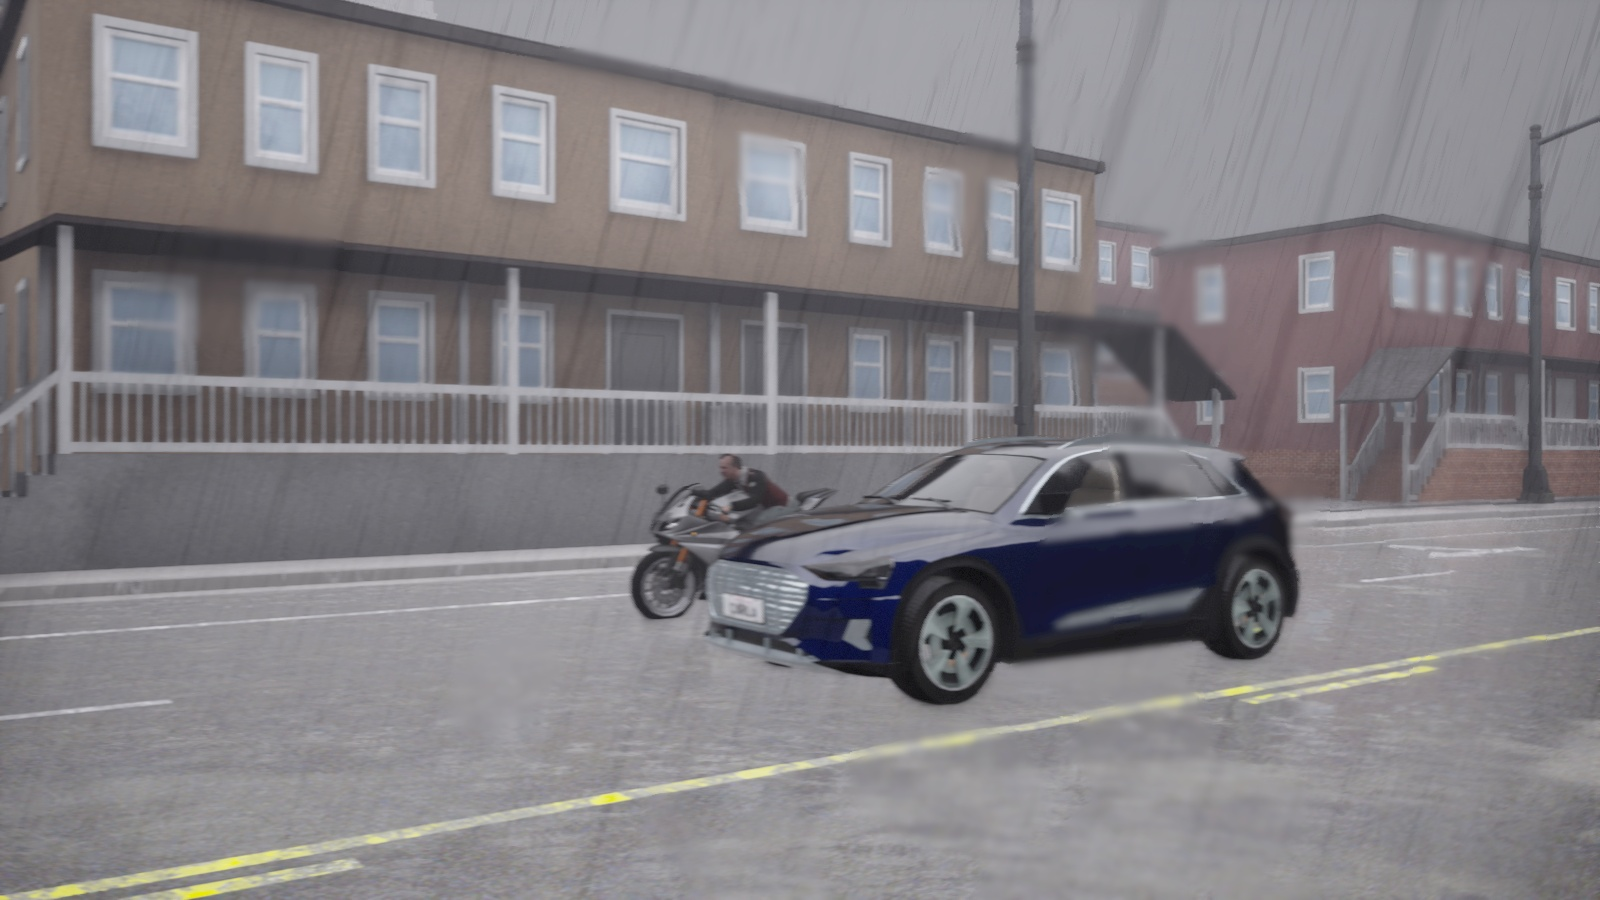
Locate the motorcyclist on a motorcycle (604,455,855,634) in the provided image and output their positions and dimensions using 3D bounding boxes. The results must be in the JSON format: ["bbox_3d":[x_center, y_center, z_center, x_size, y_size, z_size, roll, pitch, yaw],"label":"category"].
[{"bbox_3d":[-0.633,0.810,11.702,2.191,1.530,0.866,0,0,-33],"label":"motorcyclist on a motorcycle"}]

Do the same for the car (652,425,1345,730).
[{"bbox_3d":[1.575,0.694,9.019,4.856,1.649,2.033,0,0,-35],"label":"car"}]
